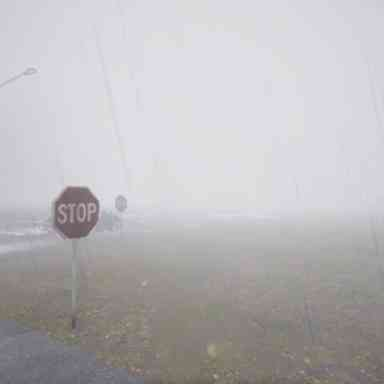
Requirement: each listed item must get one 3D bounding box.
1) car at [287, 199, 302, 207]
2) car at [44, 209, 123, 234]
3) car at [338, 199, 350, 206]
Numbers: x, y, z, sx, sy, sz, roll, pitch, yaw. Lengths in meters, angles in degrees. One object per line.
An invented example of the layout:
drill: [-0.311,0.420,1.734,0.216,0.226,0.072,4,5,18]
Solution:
car: [21.619,2.291,70.394,1.882,1.535,5.008,1,0,36]
car: [-6.328,1.580,19.958,2.097,1.767,4.553,1,0,36]
car: [35.488,2.533,77.589,1.882,1.535,5.008,1,0,36]
